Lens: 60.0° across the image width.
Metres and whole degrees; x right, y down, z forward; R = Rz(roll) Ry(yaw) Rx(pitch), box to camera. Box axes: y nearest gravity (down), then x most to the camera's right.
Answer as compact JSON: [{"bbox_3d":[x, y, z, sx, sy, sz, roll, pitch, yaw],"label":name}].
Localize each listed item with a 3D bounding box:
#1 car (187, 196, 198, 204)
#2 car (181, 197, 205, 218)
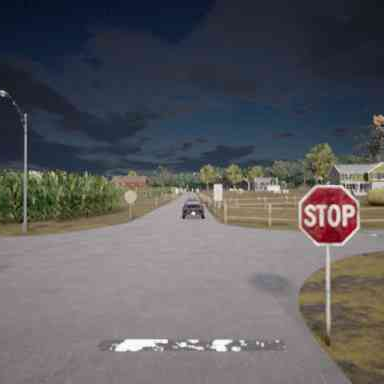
[{"bbox_3d":[0.045,1.512,61.390,1.994,1.385,4.181,0,0,0],"label":"car"},{"bbox_3d":[0.117,1.505,30.054,1.837,1.490,4.892,0,0,0],"label":"car"}]
